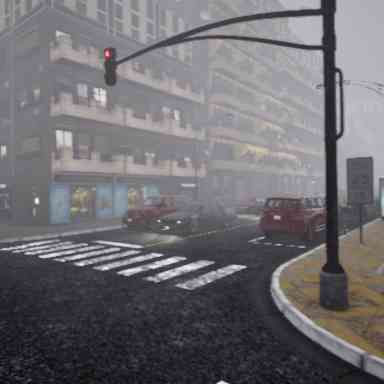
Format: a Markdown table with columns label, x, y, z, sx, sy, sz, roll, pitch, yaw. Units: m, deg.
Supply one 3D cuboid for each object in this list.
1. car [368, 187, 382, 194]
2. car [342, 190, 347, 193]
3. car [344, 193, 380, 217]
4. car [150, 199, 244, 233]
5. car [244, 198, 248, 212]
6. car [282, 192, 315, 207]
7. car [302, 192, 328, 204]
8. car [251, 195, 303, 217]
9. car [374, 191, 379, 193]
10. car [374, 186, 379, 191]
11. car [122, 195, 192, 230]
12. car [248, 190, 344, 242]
| label | x | y | z | sx | sy | sz | roll | pitch | yaw |
| --- | --- | --- | --- | --- | --- | --- | --- | --- | --- |
| car | 39.582 | -0.377 | 72.007 | 1.887 | 1.381 | 4.507 | 0 | 2 | 38 |
| car | 22.335 | 0.354 | 50.300 | 1.887 | 1.381 | 4.507 | 0 | 2 | 38 |
| car | 11.685 | 0.978 | 23.427 | 1.947 | 1.339 | 4.313 | 0 | 2 | 38 |
| car | 0.451 | 1.321 | 18.594 | 2.033 | 1.411 | 5.357 | -1 | 1 | 40 |
| car | 5.088 | 1.116 | 28.593 | 1.802 | 1.307 | 4.206 | 0 | 2 | 38 |
| car | 11.986 | 0.796 | 37.276 | 2.008 | 1.369 | 4.403 | 0 | 2 | 38 |
| car | 15.435 | 0.682 | 41.617 | 1.802 | 1.307 | 4.206 | 0 | 2 | 38 |
| car | 6.998 | 1.049 | 26.862 | 2.033 | 1.411 | 5.357 | -1 | 1 | 39 |
| car | 15.135 | 0.834 | 27.770 | 1.947 | 1.339 | 4.313 | 0 | 2 | 38 |
| car | 36.130 | -0.335 | 67.663 | 1.967 | 1.590 | 4.097 | 0 | 2 | 38 |
| car | -1.815 | 1.135 | 19.904 | 2.192 | 1.841 | 5.009 | 0 | 2 | 38 |
| car | 4.781 | 1.014 | 14.738 | 2.192 | 1.841 | 5.009 | 0 | 2 | 38 |
